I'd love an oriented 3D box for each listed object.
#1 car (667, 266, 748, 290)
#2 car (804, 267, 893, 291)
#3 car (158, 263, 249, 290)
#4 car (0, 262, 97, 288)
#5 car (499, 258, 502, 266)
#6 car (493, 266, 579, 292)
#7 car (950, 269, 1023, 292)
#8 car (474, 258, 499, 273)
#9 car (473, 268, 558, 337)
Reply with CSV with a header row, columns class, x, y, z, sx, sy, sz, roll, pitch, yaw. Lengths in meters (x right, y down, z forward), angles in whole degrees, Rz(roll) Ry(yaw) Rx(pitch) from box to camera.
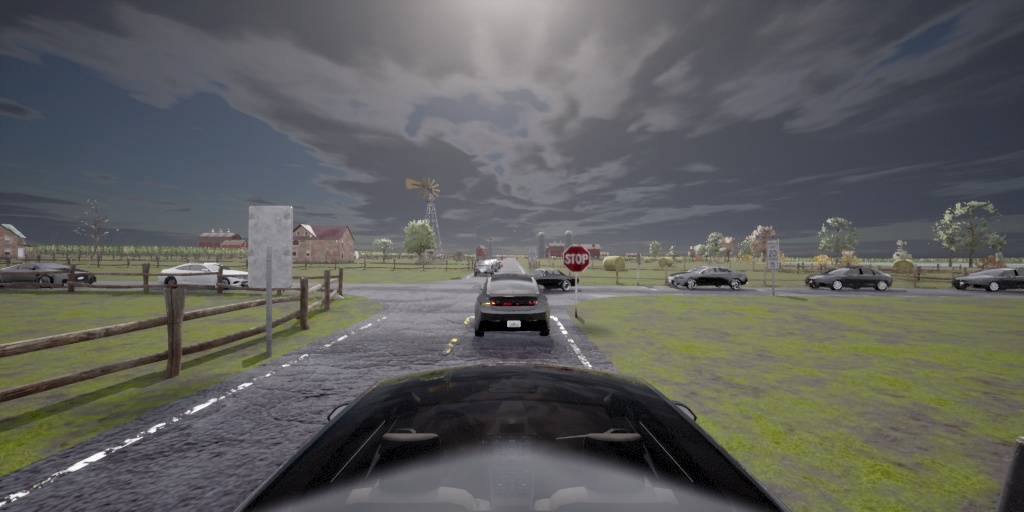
class,x,y,z,sx,sy,sz,roll,pitch,yaw
car,12.819,1.397,23.621,4.902,1.511,2.128,1,-1,-2
car,22.220,1.499,23.783,4.892,1.490,1.837,0,-1,-1
car,-17.226,1.103,20.332,4.674,1.442,1.812,1,-1,-1
car,-26.346,1.048,20.218,4.181,1.385,1.994,1,-1,-1
car,-2.809,1.241,46.494,2.128,1.511,4.902,0,0,0
car,1.517,1.369,20.403,4.718,1.301,1.895,1,0,-35
car,32.371,1.593,23.902,4.892,1.490,1.837,0,-1,-1
car,-2.825,1.243,37.048,2.128,1.511,4.902,0,0,0
car,-0.065,1.256,10.359,1.837,1.490,4.892,0,0,-3
